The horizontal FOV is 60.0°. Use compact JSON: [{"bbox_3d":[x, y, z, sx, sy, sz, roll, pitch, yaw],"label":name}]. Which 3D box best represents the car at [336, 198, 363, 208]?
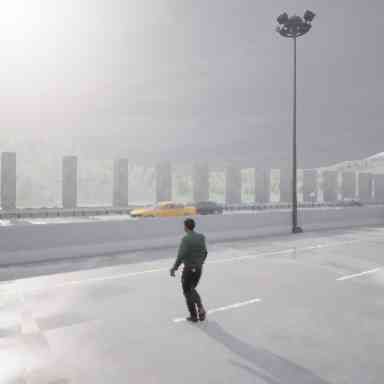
[{"bbox_3d":[22.767,1.525,47.848,4.674,1.442,1.812,0,0,-32],"label":"car"}]

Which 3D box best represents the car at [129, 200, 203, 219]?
[{"bbox_3d":[-1.990,1.477,23.749,5.008,1.535,1.882,0,0,-34],"label":"car"}]

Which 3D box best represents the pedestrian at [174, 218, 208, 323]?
[{"bbox_3d":[-0.002,1.294,5.784,0.375,1.860,0.375,0,0,-34],"label":"pedestrian"}]

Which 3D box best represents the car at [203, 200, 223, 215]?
[{"bbox_3d":[0.495,1.504,29.596,4.892,1.490,1.837,0,0,-33],"label":"car"}]
